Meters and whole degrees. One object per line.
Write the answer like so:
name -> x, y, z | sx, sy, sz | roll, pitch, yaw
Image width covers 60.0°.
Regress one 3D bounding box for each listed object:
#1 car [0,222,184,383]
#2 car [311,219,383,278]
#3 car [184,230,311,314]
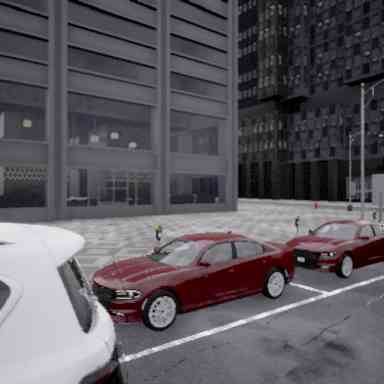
car -> -2.951, 1.227, 1.128 | 5.566, 2.045, 2.150 | 0, 0, -36
car -> 4.696, 1.534, 10.093 | 4.507, 1.381, 1.887 | 0, 0, -36
car -> 0.221, 1.541, 6.852 | 4.507, 1.381, 1.887 | 0, 0, -36
